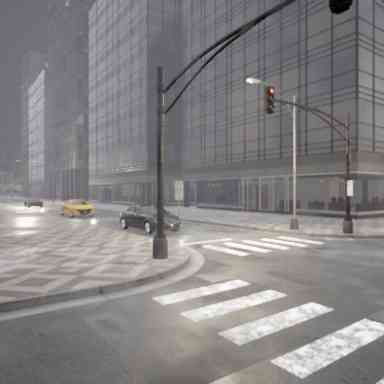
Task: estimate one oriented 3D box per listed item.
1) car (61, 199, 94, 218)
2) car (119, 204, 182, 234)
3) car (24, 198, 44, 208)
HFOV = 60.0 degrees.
[{"bbox_3d":[-10.422,1.433,30.106,1.882,1.535,5.008,0,0,-35],"label":"car"},{"bbox_3d":[-2.507,1.474,19.111,1.837,1.490,4.892,0,0,-38],"label":"car"},{"bbox_3d":[-22.264,1.541,46.747,1.895,1.301,4.718,0,0,-35],"label":"car"}]
